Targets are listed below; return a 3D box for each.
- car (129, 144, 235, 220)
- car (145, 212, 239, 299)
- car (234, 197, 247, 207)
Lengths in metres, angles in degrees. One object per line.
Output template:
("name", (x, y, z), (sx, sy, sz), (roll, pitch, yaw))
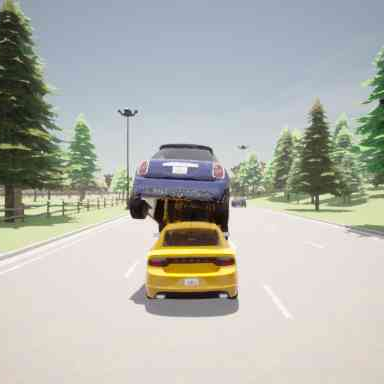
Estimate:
("car", (-0.030, 0.110, 8.846), (2.097, 1.767, 4.553), (3, -14, 7))
("car", (-0.005, 1.491, 8.474), (1.882, 1.535, 5.008), (-1, 0, 0))
("car", (6.993, 1.491, 49.919), (2.128, 1.511, 4.902), (0, 0, 0))
